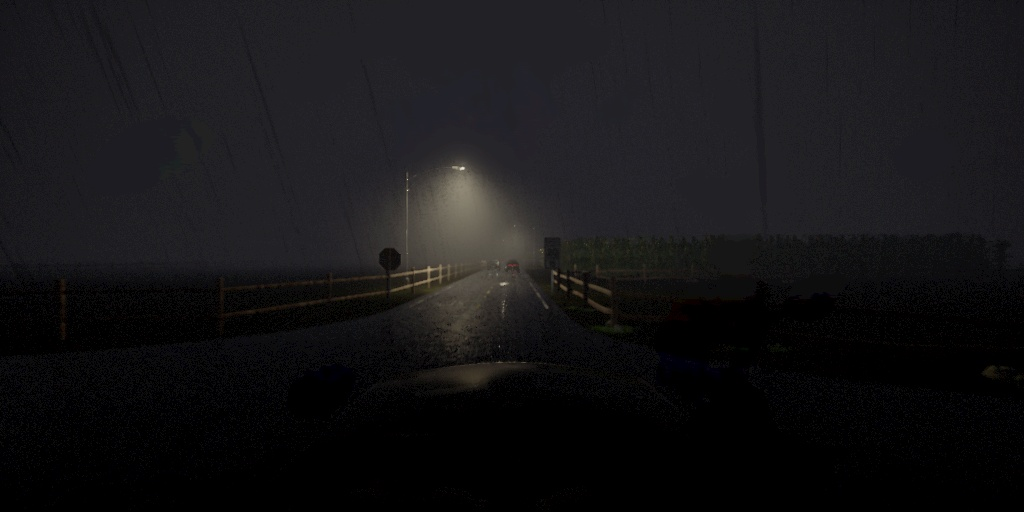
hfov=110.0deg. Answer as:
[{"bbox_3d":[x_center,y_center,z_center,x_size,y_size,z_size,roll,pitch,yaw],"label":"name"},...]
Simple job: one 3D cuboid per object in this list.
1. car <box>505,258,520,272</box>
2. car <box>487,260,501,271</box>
[{"bbox_3d":[0.069,1.393,49.103,1.837,1.490,4.892,0,0,0],"label":"car"},{"bbox_3d":[-2.673,1.388,54.112,2.128,1.511,4.902,0,0,0],"label":"car"}]
